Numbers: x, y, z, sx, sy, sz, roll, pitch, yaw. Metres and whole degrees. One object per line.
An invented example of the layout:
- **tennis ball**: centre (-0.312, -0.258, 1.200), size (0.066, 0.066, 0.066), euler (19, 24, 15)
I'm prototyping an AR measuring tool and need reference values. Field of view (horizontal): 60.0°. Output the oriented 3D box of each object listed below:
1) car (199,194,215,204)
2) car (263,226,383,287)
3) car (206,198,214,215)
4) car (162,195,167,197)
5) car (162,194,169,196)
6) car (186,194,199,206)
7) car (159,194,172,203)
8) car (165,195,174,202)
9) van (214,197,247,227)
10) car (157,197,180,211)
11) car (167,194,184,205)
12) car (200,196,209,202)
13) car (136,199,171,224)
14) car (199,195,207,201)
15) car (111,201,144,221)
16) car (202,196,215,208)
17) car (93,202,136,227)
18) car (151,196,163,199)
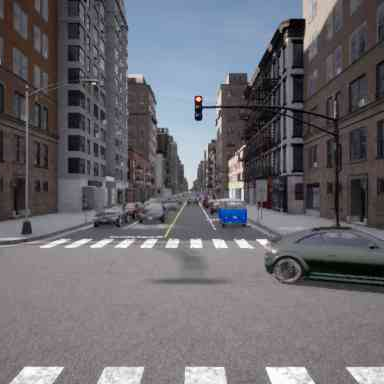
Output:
- **car**: centre (2.696, 1.306, 50.889), size (2.192, 1.841, 5.009), euler (0, 0, 0)
- **car**: centre (3.976, 1.596, 8.549), size (4.181, 1.385, 1.994), euler (0, 0, 19)
- **car**: centre (2.676, 1.581, 33.844), size (1.802, 1.307, 4.206), euler (0, 0, 0)
- **car**: centre (-5.330, 1.557, 50.892), size (1.947, 1.339, 4.313), euler (0, 0, 0)
- **car**: centre (-5.317, 1.549, 62.256), size (1.947, 1.339, 4.313), euler (0, 0, 0)
- **car**: centre (0.168, 1.479, 55.380), size (2.128, 1.511, 4.902), euler (0, 0, 0)
- **car**: centre (-5.310, 1.294, 67.937), size (2.192, 1.841, 5.009), euler (0, 0, 0)
- **car**: centre (-5.297, 1.411, 79.301), size (1.967, 1.590, 4.097), euler (0, 0, 0)
- **van**: centre (2.663, 1.340, 22.482), size (1.690, 1.788, 3.998), euler (0, 0, 0)
- **car**: centre (-2.797, 1.598, 40.298), size (1.895, 1.301, 4.718), euler (0, 0, 0)
- **car**: centre (-2.690, 1.553, 56.499), size (1.994, 1.385, 4.181), euler (0, 0, 0)
- **car**: centre (2.721, 1.525, 73.614), size (2.008, 1.369, 4.403), euler (0, 0, 0)
- **car**: centre (-2.818, 1.524, 24.945), size (1.812, 1.442, 4.674), euler (0, 0, 0)
- **car**: centre (2.734, 1.532, 84.976), size (1.947, 1.339, 4.313), euler (0, 0, 0)
- **car**: centre (-5.356, 1.544, 28.164), size (1.887, 1.381, 4.507), euler (0, 0, 0)
- **car**: centre (2.689, 1.577, 45.207), size (1.802, 1.307, 4.206), euler (0, 0, 0)
- **car**: centre (-5.362, 1.550, 22.483), size (2.008, 1.369, 4.403), euler (0, 0, 0)
- **car**: centre (-5.336, 1.520, 45.040), size (1.752, 1.417, 4.829), euler (0, 0, 0)
